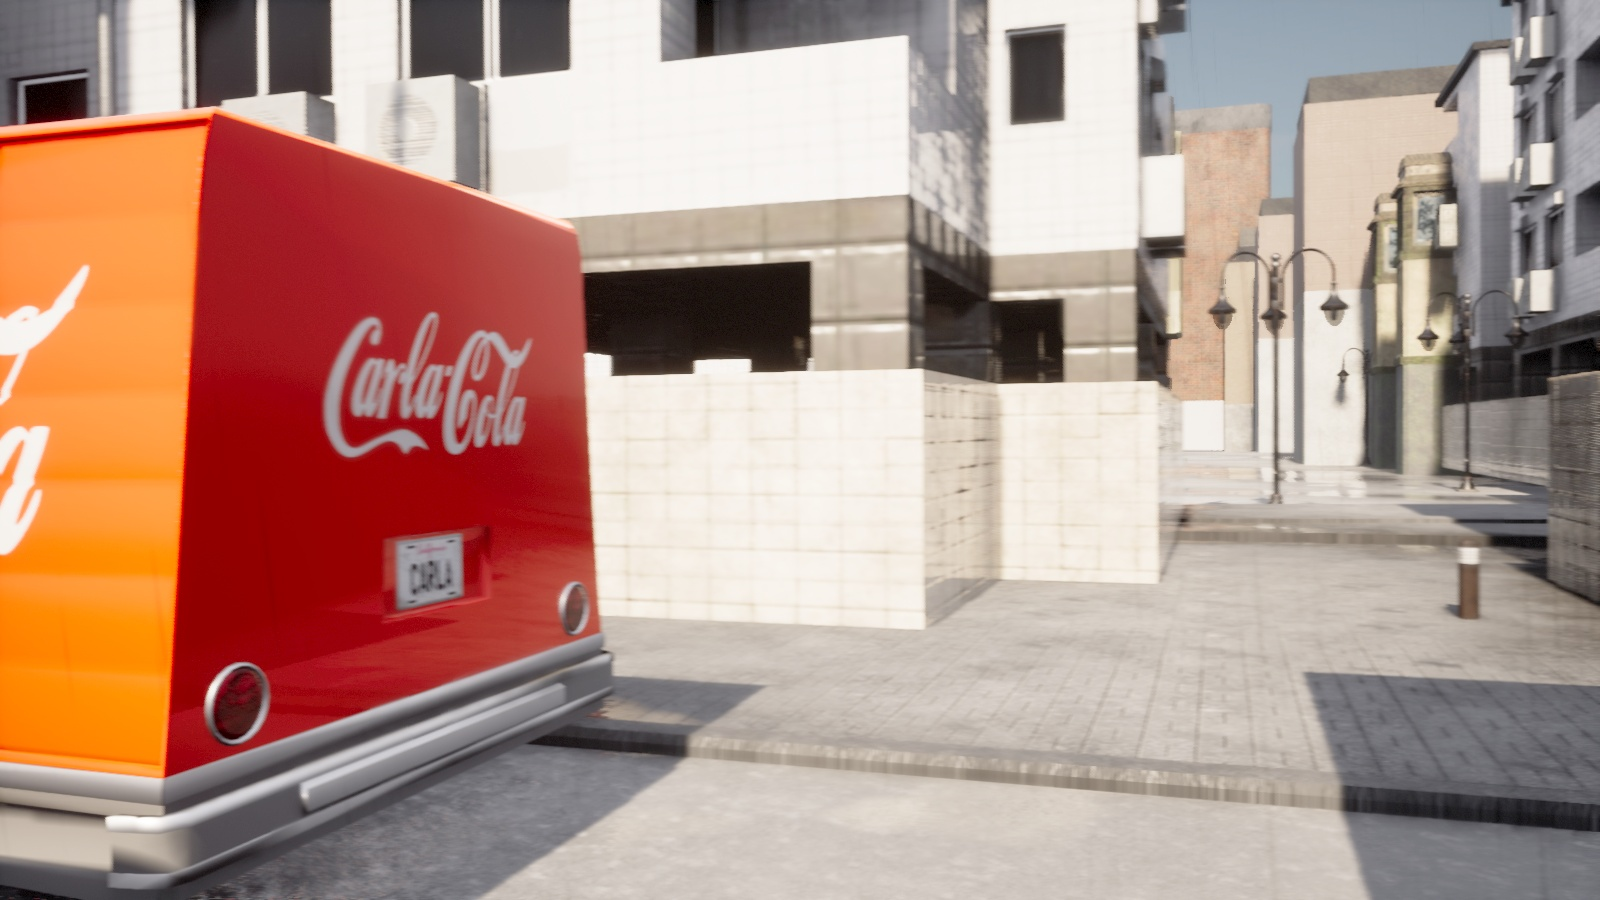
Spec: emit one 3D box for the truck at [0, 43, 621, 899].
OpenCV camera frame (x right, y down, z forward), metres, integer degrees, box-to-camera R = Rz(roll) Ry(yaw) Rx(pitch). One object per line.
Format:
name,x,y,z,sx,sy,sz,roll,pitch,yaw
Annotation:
truck,-3.655,0.269,4.955,5.204,2.467,2.627,0,1,18
